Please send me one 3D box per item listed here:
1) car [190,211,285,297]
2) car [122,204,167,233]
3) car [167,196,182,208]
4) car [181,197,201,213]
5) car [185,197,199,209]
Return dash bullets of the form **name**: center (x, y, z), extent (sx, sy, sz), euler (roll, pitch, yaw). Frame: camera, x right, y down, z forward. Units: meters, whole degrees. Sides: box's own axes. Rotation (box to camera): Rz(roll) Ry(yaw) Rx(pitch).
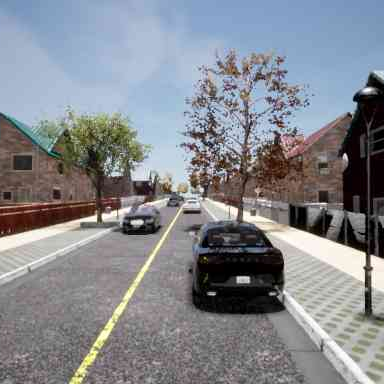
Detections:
- **car**: center (0.950, 1.487, 8.676), extent (1.882, 1.535, 5.008), euler (0, 0, 0)
- **car**: center (-2.879, 1.514, 19.753), extent (2.128, 1.511, 4.902), euler (0, 0, 0)
- **car**: center (-2.828, 1.594, 50.359), extent (1.812, 1.442, 4.674), euler (0, 0, 0)
- **car**: center (0.018, 1.573, 36.956), extent (1.812, 1.442, 4.674), euler (0, 0, 0)
- **car**: center (-0.019, 1.541, 47.196), extent (1.882, 1.535, 5.008), euler (0, 0, 0)
